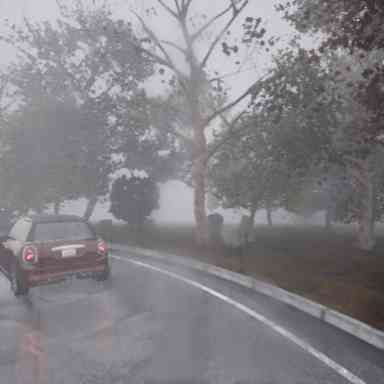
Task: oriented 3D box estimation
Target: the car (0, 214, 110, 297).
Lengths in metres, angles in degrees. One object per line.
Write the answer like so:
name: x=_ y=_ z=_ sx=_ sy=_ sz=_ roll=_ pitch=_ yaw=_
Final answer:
car: x=-4.030 y=1.397 z=9.150 sx=2.097 sy=1.767 sz=4.553 roll=-1 pitch=0 yaw=-37
